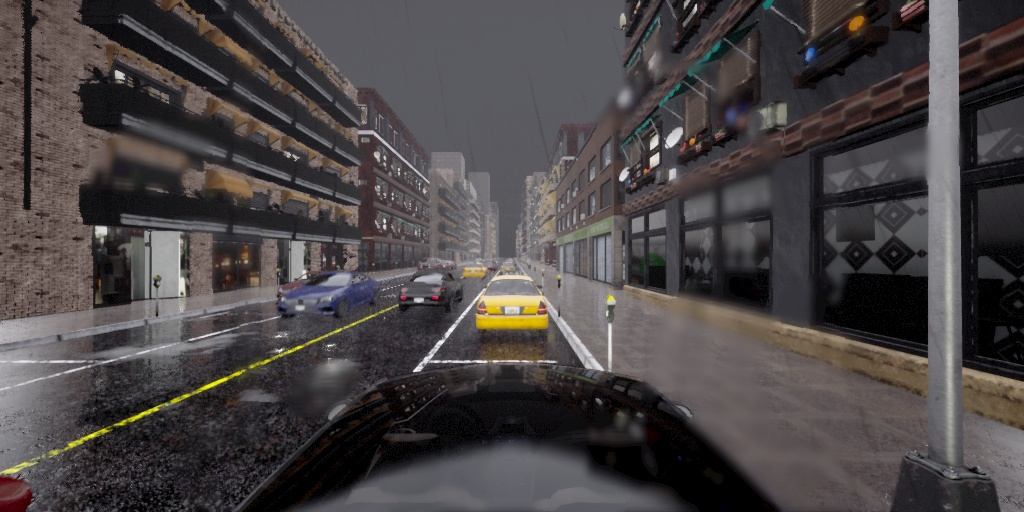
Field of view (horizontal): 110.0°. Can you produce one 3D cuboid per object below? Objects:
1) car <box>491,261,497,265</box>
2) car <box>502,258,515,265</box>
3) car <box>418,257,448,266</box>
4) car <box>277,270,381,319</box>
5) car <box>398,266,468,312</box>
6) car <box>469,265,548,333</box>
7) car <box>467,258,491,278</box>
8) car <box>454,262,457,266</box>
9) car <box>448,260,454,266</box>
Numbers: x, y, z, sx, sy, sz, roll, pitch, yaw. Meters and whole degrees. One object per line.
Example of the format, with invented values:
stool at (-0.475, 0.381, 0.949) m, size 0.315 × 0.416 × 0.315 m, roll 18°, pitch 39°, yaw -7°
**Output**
car at (-3.044, 1.312, 48.488) m, size 1.994 × 1.385 × 4.181 m, roll 0°, pitch 0°, yaw 0°
car at (-0.456, 1.275, 39.173) m, size 1.751 × 1.417 × 4.829 m, roll 0°, pitch 0°, yaw 0°
car at (-8.837, 1.064, 39.007) m, size 2.192 × 1.841 × 5.009 m, roll 0°, pitch 0°, yaw 0°
car at (-6.245, 1.276, 12.902) m, size 1.812 × 1.442 × 4.674 m, roll 0°, pitch 0°, yaw 0°
car at (-3.048, 1.276, 14.049) m, size 1.812 × 1.442 × 4.674 m, roll 0°, pitch 0°, yaw 0°
car at (0.005, 1.207, 10.689) m, size 1.801 × 1.575 × 5.366 m, roll 0°, pitch 0°, yaw 0°
car at (-3.144, 1.206, 31.472) m, size 1.801 × 1.575 × 5.366 m, roll 0°, pitch 0°, yaw 0°
car at (-8.837, 1.293, 50.280) m, size 1.888 × 1.381 × 4.507 m, roll 0°, pitch 0°, yaw 0°
car at (-8.837, 1.188, 44.643) m, size 1.967 × 1.591 × 4.097 m, roll 0°, pitch 0°, yaw 0°
